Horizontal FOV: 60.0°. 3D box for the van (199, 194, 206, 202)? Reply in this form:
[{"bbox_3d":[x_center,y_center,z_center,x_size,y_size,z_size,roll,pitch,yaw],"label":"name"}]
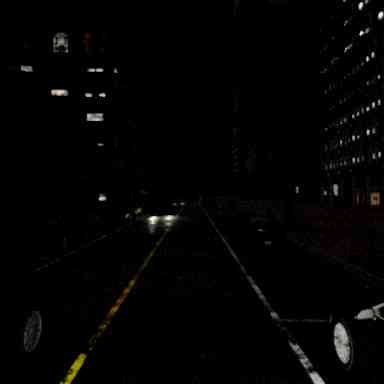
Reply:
[{"bbox_3d":[2.806,1.551,86.439,1.690,1.788,3.998,1,0,0],"label":"van"}]

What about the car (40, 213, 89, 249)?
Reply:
[{"bbox_3d":[-5.662,1.581,14.044,2.008,1.369,4.403,1,0,0],"label":"car"}]

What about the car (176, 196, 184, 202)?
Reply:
[{"bbox_3d":[-2.911,1.540,75.982,1.882,1.535,5.008,0,0,0],"label":"car"}]

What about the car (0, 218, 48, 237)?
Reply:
[{"bbox_3d":[-5.669,1.584,8.474,1.947,1.339,4.313,1,0,0],"label":"car"}]

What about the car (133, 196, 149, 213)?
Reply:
[{"bbox_3d":[-5.632,1.397,36.323,2.192,1.841,5.009,1,0,0],"label":"car"}]

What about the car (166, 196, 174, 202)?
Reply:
[{"bbox_3d":[-5.577,1.734,86.279,1.752,1.417,4.829,1,0,0],"label":"car"}]

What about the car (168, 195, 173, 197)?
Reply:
[{"bbox_3d":[-5.597,1.731,69.740,1.947,1.339,4.313,1,0,0],"label":"car"}]

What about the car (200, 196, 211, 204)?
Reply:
[{"bbox_3d":[2.785,1.606,69.729,1.967,1.590,4.097,1,0,0],"label":"car"}]

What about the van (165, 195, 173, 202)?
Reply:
[{"bbox_3d":[-5.580,1.536,80.880,1.690,1.788,3.998,1,0,0],"label":"van"}]

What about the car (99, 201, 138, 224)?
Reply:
[{"bbox_3d":[-5.649,1.622,25.183,1.947,1.339,4.313,1,0,0],"label":"car"}]

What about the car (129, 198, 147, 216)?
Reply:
[{"bbox_3d":[-5.642,1.594,30.582,1.752,1.417,4.829,1,0,0],"label":"car"}]

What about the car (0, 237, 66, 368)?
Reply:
[{"bbox_3d":[-3.088,1.533,3.299,1.812,1.442,4.674,0,0,0],"label":"car"}]

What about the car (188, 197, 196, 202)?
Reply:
[{"bbox_3d":[0.094,1.784,79.663,1.895,1.301,4.718,0,0,0],"label":"car"}]

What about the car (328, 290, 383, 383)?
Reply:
[{"bbox_3d":[2.705,1.558,2.893,2.008,1.369,4.403,1,0,0],"label":"car"}]

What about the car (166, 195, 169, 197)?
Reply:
[{"bbox_3d":[-5.610,1.682,58.600,1.887,1.381,4.507,1,0,0],"label":"car"}]

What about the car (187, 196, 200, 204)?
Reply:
[{"bbox_3d":[0.078,1.635,66.201,1.882,1.535,5.008,0,0,0],"label":"car"}]

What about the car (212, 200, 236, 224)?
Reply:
[{"bbox_3d":[2.732,1.582,25.343,1.752,1.417,4.829,1,0,0],"label":"car"}]

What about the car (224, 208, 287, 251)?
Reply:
[{"bbox_3d":[2.718,1.582,14.032,2.008,1.369,4.403,1,0,0],"label":"car"}]

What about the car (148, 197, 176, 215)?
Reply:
[{"bbox_3d":[-3.056,1.555,34.548,1.882,1.535,5.008,0,0,0],"label":"car"}]

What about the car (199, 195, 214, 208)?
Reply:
[{"bbox_3d":[2.418,1.592,49.135,1.882,1.535,5.008,0,0,0],"label":"car"}]
